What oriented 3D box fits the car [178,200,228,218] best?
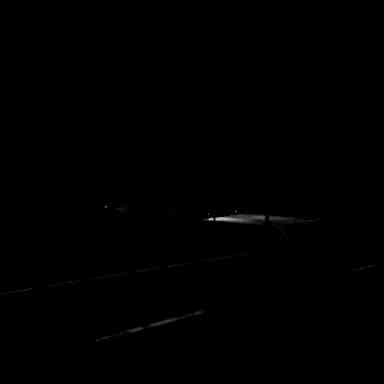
[{"bbox_3d":[0.637,1.413,28.165,1.994,1.385,4.181,-1,0,-39],"label":"car"}]

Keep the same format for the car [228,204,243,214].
[{"bbox_3d":[2.539,1.419,31.389,1.895,1.301,4.718,-1,0,-39],"label":"car"}]
